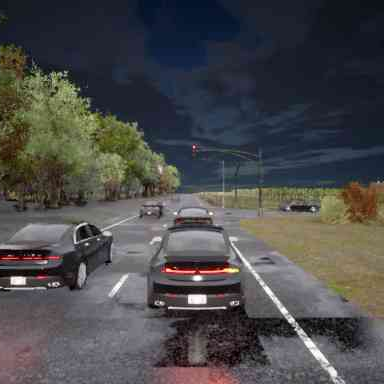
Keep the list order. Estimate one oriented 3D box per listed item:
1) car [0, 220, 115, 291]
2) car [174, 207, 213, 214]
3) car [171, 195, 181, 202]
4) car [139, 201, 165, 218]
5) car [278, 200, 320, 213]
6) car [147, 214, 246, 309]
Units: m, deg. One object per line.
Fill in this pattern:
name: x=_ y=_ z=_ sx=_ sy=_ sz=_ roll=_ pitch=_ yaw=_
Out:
car: x=-3.420 y=1.506 z=8.976 sx=1.837 sy=1.490 sz=4.892 roll=0 pitch=0 yaw=0
car: x=0.063 y=1.482 z=17.100 sx=1.882 sy=1.535 sz=5.008 roll=0 pitch=0 yaw=0
car: x=-3.637 y=1.515 z=74.109 sx=2.128 sy=1.511 sz=4.902 roll=0 pitch=0 yaw=0
car: x=-3.471 y=1.499 z=29.563 sx=2.128 sy=1.511 sz=4.902 roll=0 pitch=0 yaw=0
car: x=12.837 y=1.706 z=39.935 sx=4.892 sy=1.490 sz=1.837 roll=1 pitch=-1 yaw=3
car: x=0.081 y=1.507 z=7.855 sx=1.837 sy=1.490 sz=4.892 roll=0 pitch=0 yaw=0
